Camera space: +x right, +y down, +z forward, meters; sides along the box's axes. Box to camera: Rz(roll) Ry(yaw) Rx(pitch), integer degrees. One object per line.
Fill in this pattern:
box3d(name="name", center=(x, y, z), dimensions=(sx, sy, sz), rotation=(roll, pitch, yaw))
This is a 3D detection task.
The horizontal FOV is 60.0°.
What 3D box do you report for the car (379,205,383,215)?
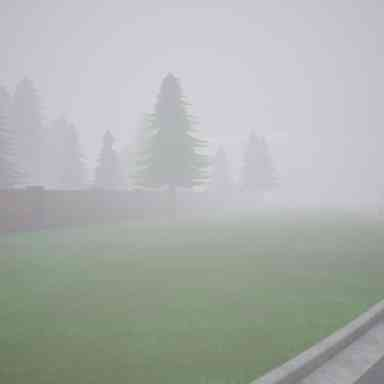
box3d(name="car", center=(20.814, 1.755, 34.307), dimensions=(1.812, 1.442, 4.674), rotation=(0, 0, 17))
